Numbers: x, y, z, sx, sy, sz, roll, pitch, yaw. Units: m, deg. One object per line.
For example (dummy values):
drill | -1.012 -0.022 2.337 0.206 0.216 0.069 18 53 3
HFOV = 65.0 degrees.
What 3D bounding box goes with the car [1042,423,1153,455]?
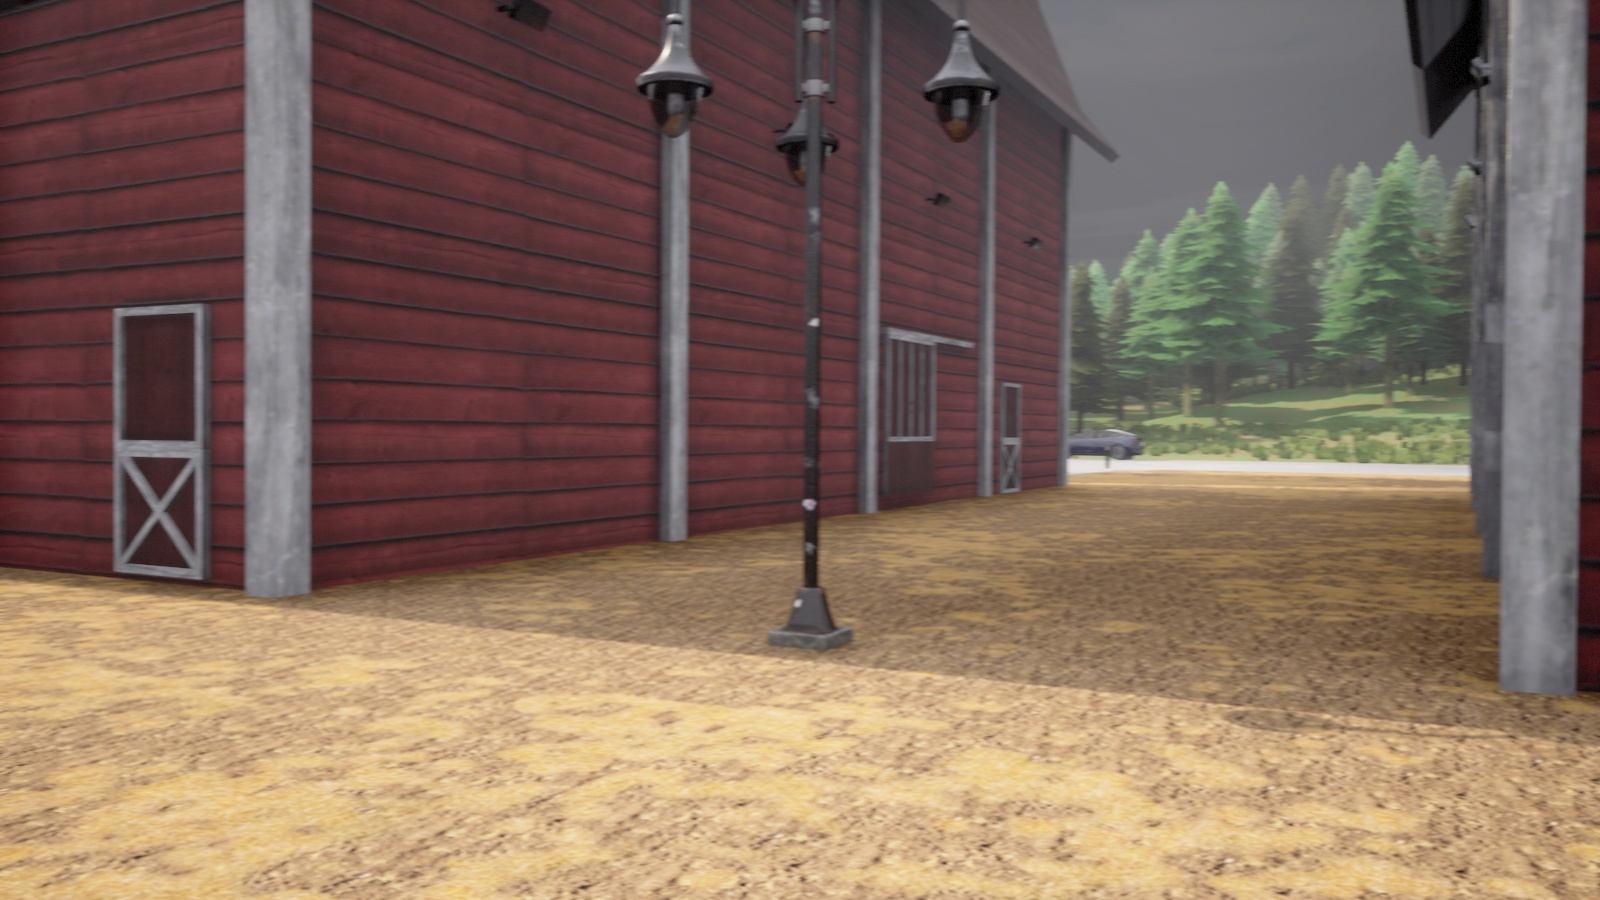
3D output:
car | 14.358 -0.534 60.606 4.792 1.488 2.163 0 1 28
